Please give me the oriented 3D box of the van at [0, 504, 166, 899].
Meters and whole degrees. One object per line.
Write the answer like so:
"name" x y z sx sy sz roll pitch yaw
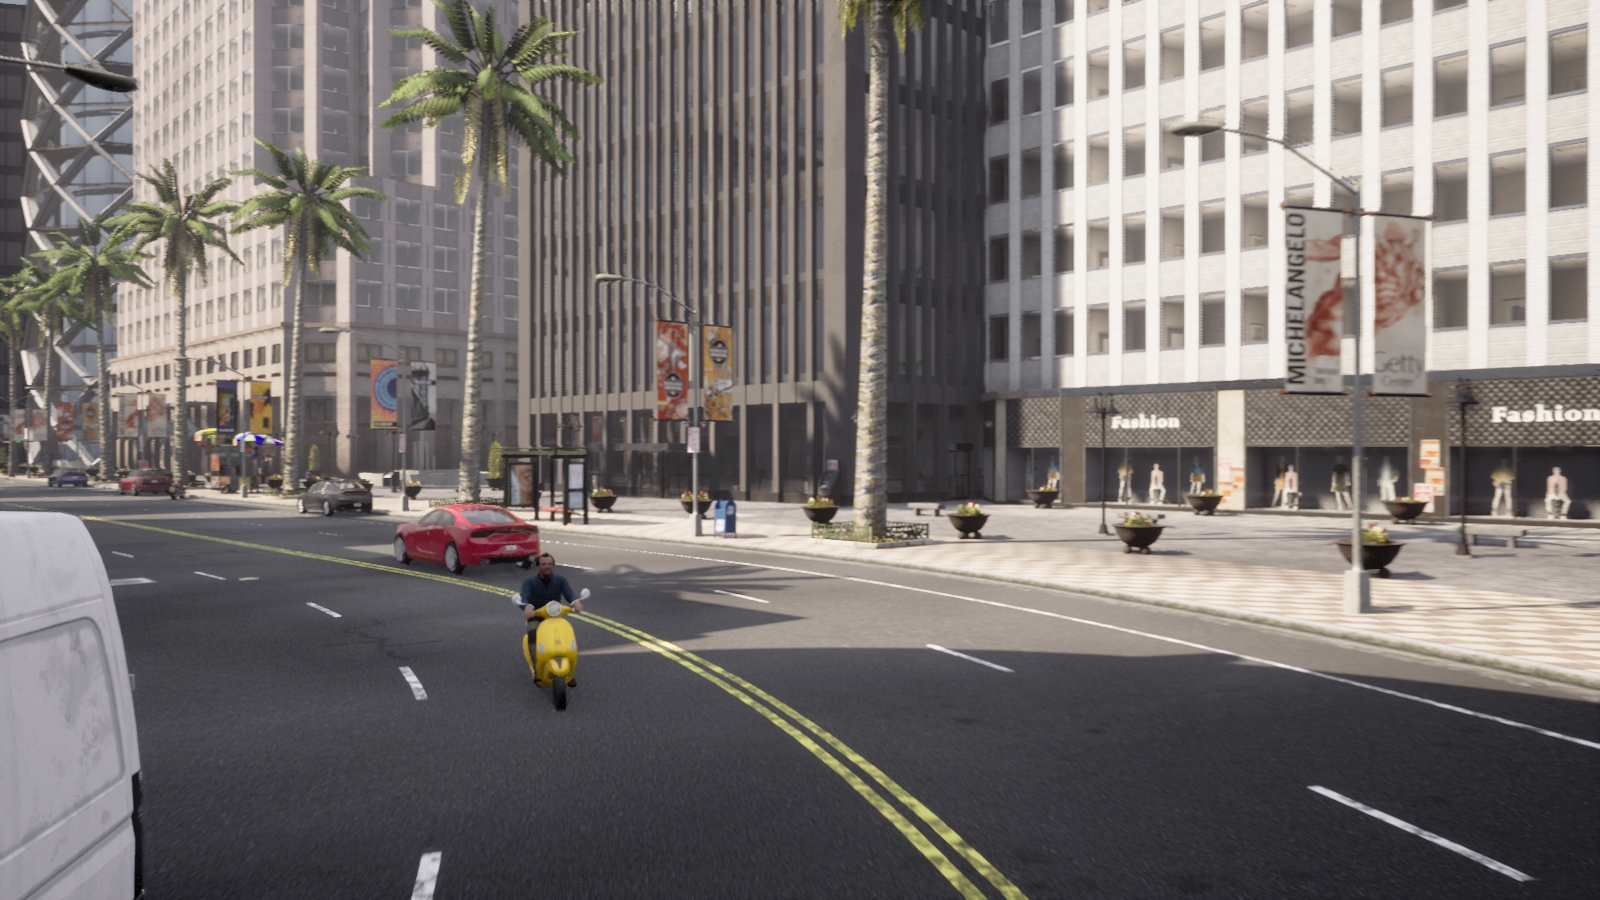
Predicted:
"van" -3.627 1.536 2.420 1.988 2.561 5.915 0 0 -8

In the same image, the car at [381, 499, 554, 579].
"car" -8.057 2.039 27.379 2.097 1.535 5.006 0 0 -40
